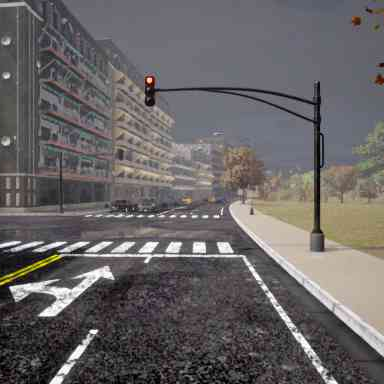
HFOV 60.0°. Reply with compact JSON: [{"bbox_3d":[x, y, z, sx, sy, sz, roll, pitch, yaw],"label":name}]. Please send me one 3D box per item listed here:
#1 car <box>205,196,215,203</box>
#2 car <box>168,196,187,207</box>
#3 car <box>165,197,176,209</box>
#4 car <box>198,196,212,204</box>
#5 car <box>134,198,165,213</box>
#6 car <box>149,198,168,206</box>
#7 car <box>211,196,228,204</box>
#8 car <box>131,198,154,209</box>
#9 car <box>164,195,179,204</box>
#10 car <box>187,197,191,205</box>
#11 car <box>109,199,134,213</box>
[{"bbox_3d":[4.335,1.729,79.323,1.882,1.535,5.008,0,0,12],"label":"car"},{"bbox_3d":[-2.670,1.713,56.674,2.033,1.411,5.357,0,0,8],"label":"car"},{"bbox_3d":[-3.892,1.722,47.101,1.895,1.301,4.718,0,0,7],"label":"car"},{"bbox_3d":[2.509,1.728,69.124,2.128,1.511,4.902,0,0,9],"label":"car"},{"bbox_3d":[-4.793,1.433,38.154,2.097,1.767,4.553,0,0,5],"label":"car"},{"bbox_3d":[-5.738,1.719,58.147,2.033,1.411,5.357,0,0,8],"label":"car"},{"bbox_3d":[5.722,1.783,68.634,2.033,1.411,5.357,0,0,9],"label":"car"},{"bbox_3d":[-7.045,1.672,48.075,2.033,1.411,5.357,0,0,6],"label":"car"},{"bbox_3d":[-4.211,1.579,68.281,2.097,1.767,4.553,0,0,9],"label":"car"},{"bbox_3d":[-1.358,1.691,65.569,1.882,1.535,5.008,0,0,9],"label":"car"},{"bbox_3d":[-8.037,1.586,38.379,1.837,1.490,4.892,0,0,5],"label":"car"}]
